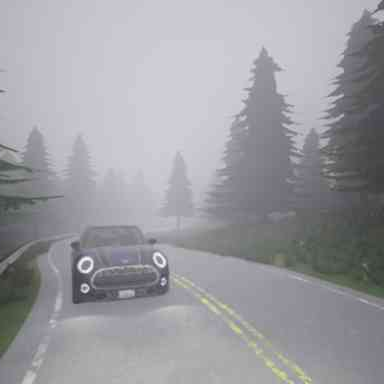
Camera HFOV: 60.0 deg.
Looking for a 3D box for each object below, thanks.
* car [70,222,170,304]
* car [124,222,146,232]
[{"bbox_3d":[-2.109,1.631,8.944,2.097,1.767,4.553,0,-4,-20],"label":"car"},{"bbox_3d":[-8.680,5.263,50.654,1.994,1.385,4.181,0,-5,9],"label":"car"}]
